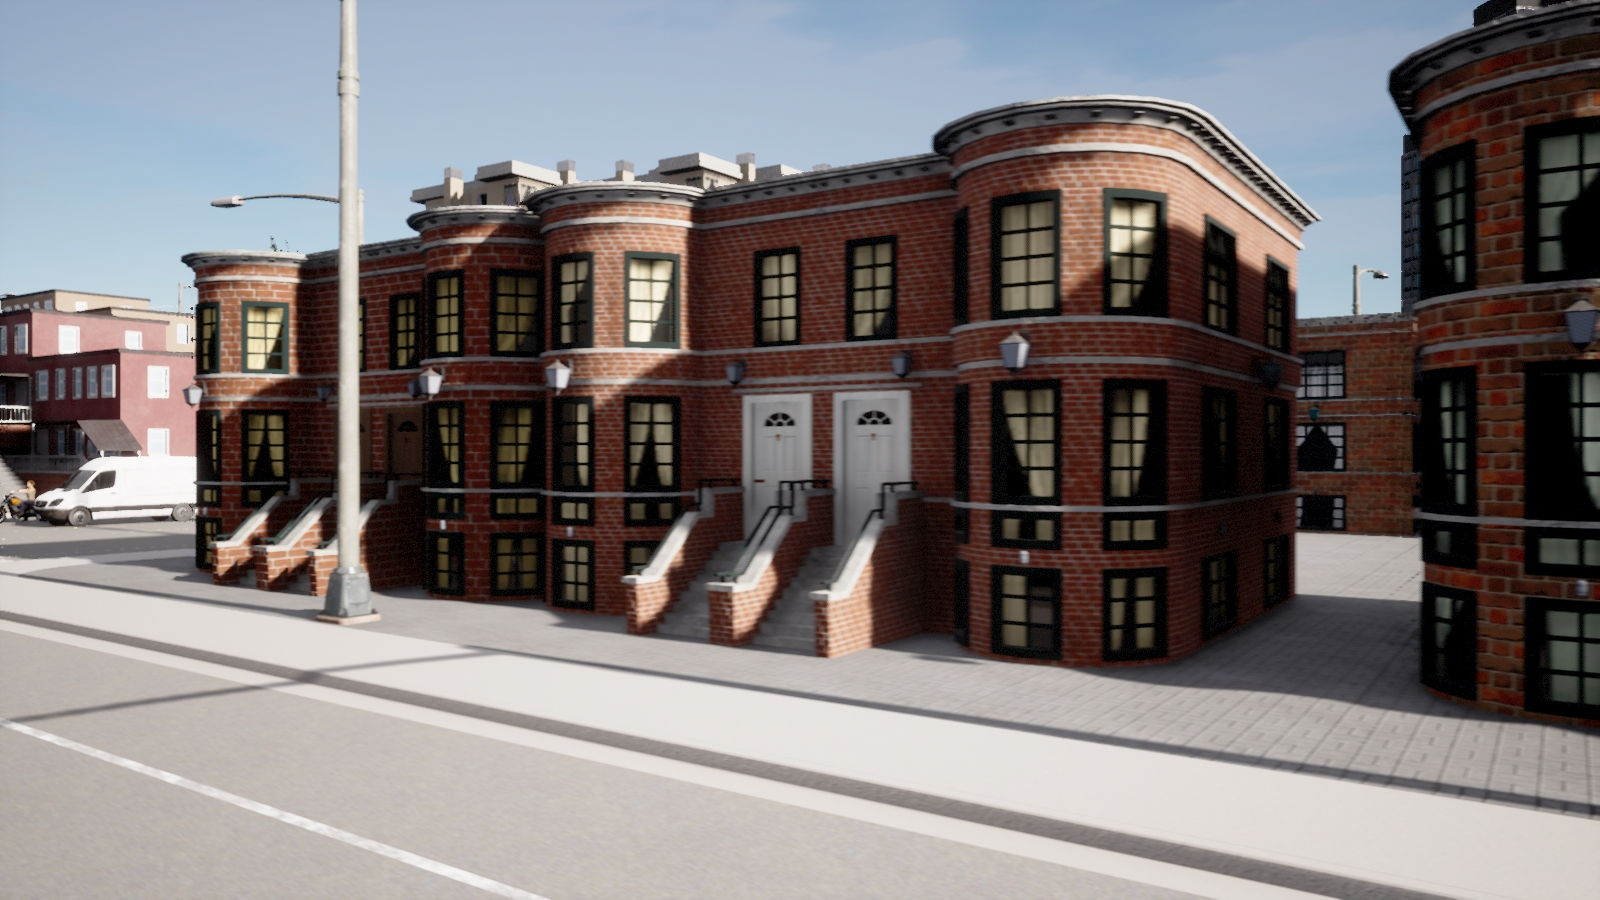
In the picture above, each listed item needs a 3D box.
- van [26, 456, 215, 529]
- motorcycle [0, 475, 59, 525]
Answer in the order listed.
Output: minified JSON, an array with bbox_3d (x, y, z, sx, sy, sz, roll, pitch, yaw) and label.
[{"bbox_3d":[-25.863,1.536,43.729,1.988,2.561,5.915,0,0,35],"label":"van"},{"bbox_3d":[-29.986,1.909,43.973,0.764,1.802,2.356,0,0,35],"label":"motorcycle"}]
